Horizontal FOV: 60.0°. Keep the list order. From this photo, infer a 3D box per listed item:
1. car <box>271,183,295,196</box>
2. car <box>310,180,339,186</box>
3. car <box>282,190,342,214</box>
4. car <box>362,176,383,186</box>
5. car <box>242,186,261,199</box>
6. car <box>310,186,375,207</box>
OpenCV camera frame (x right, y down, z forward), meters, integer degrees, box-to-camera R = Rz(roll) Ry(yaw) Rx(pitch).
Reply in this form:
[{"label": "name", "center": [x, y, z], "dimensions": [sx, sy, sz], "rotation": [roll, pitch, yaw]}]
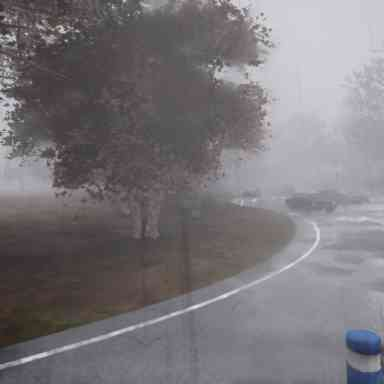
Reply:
[{"label": "car", "center": [12.975, -0.434, 47.351], "dimensions": [2.097, 1.767, 4.553], "rotation": [-1, 3, 37]}, {"label": "car", "center": [23.022, -1.227, 57.905], "dimensions": [5.008, 1.535, 1.882], "rotation": [-3, 2, -11]}, {"label": "car", "center": [8.611, 0.798, 24.390], "dimensions": [1.895, 1.301, 4.718], "rotation": [-3, 2, -6]}, {"label": "car", "center": [31.353, -1.672, 55.016], "dimensions": [5.566, 2.045, 2.150], "rotation": [-2, 2, 11]}, {"label": "car", "center": [7.965, 0.025, 44.531], "dimensions": [1.882, 1.535, 5.008], "rotation": [-3, 2, 21]}, {"label": "car", "center": [12.101, 0.446, 28.314], "dimensions": [2.033, 1.411, 5.357], "rotation": [-4, 2, -31]}]
